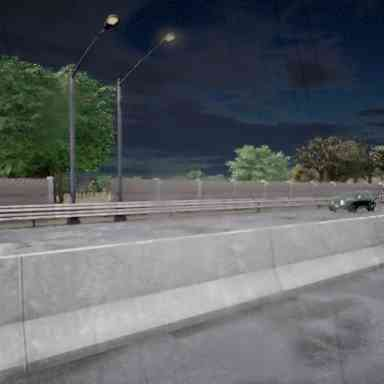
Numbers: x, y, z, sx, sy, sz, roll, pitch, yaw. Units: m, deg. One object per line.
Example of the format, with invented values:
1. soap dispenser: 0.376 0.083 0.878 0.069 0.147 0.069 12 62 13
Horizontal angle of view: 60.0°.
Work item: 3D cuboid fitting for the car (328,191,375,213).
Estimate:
1. car: 15.614 0.929 32.328 5.566 2.045 2.150 -1 0 -35
